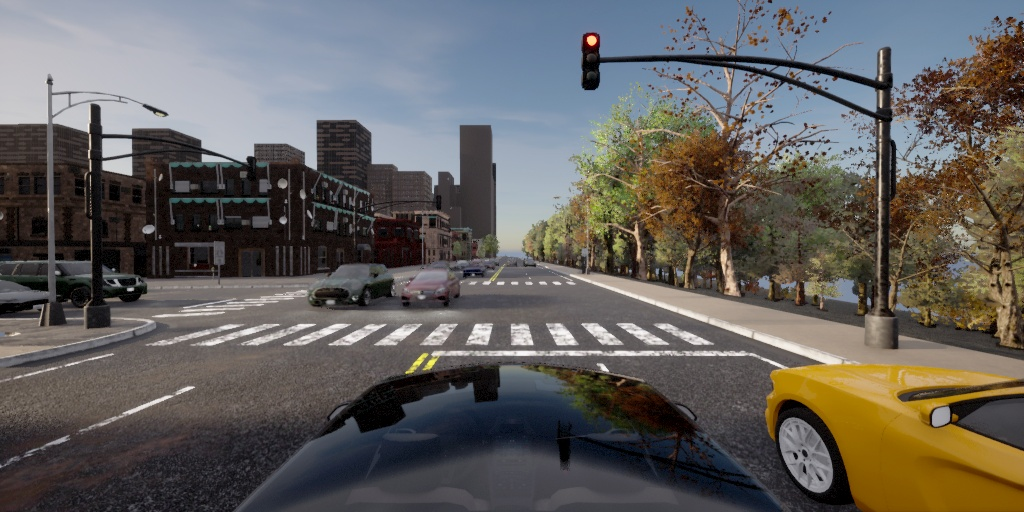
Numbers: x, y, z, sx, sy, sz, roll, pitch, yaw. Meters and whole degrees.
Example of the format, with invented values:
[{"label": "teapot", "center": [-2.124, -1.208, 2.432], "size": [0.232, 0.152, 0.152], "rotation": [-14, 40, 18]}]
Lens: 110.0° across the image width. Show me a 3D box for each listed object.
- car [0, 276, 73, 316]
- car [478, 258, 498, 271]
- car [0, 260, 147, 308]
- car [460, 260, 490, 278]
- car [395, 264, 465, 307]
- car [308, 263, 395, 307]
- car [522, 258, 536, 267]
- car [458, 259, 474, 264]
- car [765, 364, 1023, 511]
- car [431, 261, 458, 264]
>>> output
[{"label": "car", "center": [-19.960, 1.564, 13.482], "size": [4.313, 1.339, 1.948], "rotation": [0, 0, 0]}, {"label": "car", "center": [-3.396, 1.295, 49.850], "size": [1.994, 1.385, 4.181], "rotation": [0, 0, 0]}, {"label": "car", "center": [-20.012, 1.194, 16.183], "size": [5.566, 2.045, 2.150], "rotation": [-1, 1, 0]}, {"label": "car", "center": [-3.386, 1.341, 33.389], "size": [1.895, 1.301, 4.718], "rotation": [0, 0, 0]}, {"label": "car", "center": [-3.366, 1.272, 15.659], "size": [1.812, 1.442, 4.674], "rotation": [0, 0, 0]}, {"label": "car", "center": [-6.615, 1.099, 15.314], "size": [2.097, 1.767, 4.553], "rotation": [0, 0, 0]}, {"label": "car", "center": [3.272, 1.290, 64.483], "size": [1.994, 1.385, 4.181], "rotation": [0, 0, 1]}, {"label": "car", "center": [-6.648, 1.259, 48.488], "size": [1.812, 1.442, 4.674], "rotation": [0, 0, 0]}, {"label": "car", "center": [3.351, 1.228, 1.378], "size": [1.882, 1.535, 5.008], "rotation": [0, 0, 0]}, {"label": "car", "center": [-6.640, 1.232, 32.945], "size": [2.128, 1.511, 4.902], "rotation": [0, 0, 0]}]
